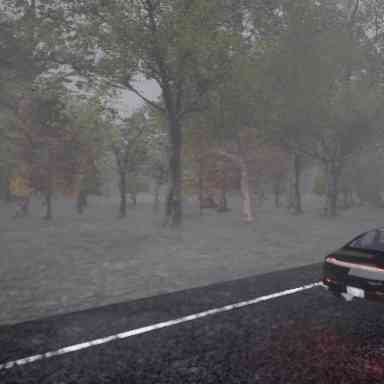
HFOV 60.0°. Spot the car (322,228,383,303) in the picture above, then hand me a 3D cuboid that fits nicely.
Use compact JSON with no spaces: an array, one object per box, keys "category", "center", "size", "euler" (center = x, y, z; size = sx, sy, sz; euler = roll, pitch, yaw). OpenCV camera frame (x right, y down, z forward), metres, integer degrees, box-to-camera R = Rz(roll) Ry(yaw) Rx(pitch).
[{"category":"car","center":[4.813,1.534,7.179],"size":[4.902,1.511,2.128],"euler":[0,0,-35]}]
